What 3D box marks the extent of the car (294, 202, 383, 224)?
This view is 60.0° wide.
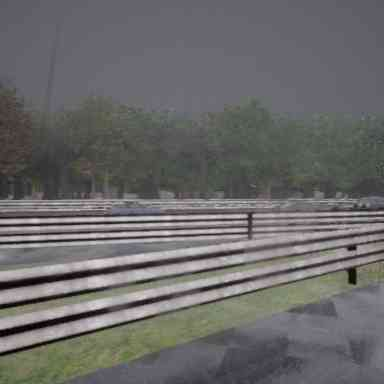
[{"bbox_3d":[8.816,1.479,19.921,4.718,1.301,1.895,0,0,-19],"label":"car"}]

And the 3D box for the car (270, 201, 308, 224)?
[{"bbox_3d":[7.651,1.393,23.218,4.674,1.442,1.812,0,0,-19],"label":"car"}]

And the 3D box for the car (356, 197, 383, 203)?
[{"bbox_3d":[16.861,1.245,30.101,4.553,1.767,2.097,0,0,-19],"label":"car"}]

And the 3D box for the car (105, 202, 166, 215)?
[{"bbox_3d":[-3.887,1.386,22.938,4.181,1.385,1.994,0,0,-19],"label":"car"}]
